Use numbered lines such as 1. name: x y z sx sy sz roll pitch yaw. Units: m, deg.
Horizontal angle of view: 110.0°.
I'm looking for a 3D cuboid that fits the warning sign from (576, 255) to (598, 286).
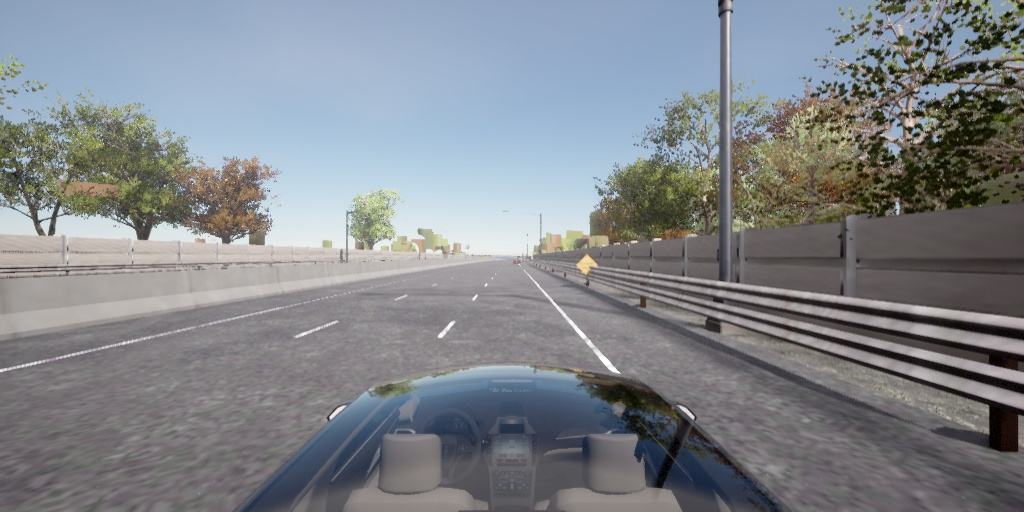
1. warning sign: 4.550 0.847 21.754 1.300 1.860 1.060 0 0 0
